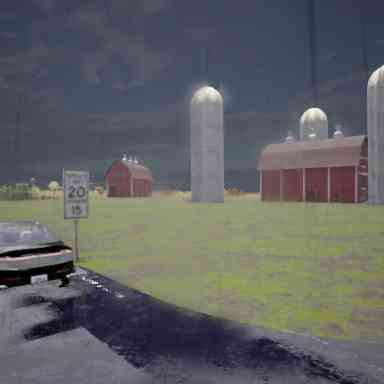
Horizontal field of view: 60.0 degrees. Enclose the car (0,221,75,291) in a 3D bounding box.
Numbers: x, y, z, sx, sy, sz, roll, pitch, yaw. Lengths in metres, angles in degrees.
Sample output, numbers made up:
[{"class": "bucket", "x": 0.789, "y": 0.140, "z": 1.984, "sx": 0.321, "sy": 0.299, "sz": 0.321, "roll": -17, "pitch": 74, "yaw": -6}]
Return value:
[{"class": "car", "x": -4.584, "y": 1.494, "z": 8.446, "sx": 2.128, "sy": 1.511, "sz": 4.902, "roll": -1, "pitch": 0, "yaw": -40}]
